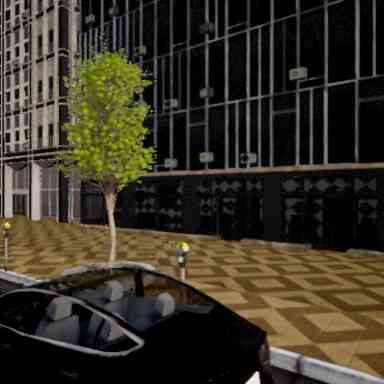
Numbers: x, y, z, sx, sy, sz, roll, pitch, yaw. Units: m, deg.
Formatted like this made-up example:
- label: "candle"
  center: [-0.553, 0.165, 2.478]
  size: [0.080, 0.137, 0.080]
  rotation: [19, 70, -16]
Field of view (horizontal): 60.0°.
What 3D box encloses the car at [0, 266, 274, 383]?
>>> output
- label: "car"
  center: [-1.246, 1.554, 3.770]
  size: [4.313, 1.339, 1.947]
  rotation: [0, 0, 36]
